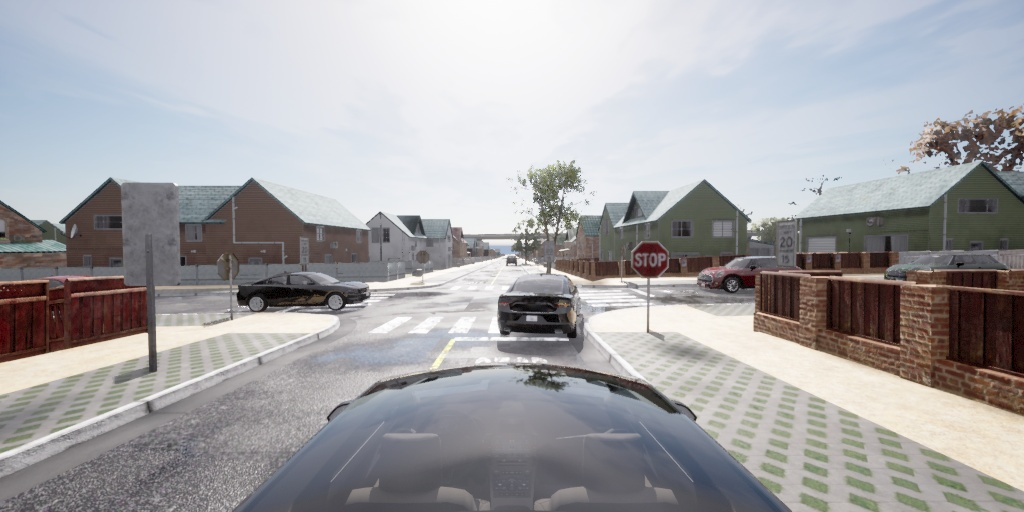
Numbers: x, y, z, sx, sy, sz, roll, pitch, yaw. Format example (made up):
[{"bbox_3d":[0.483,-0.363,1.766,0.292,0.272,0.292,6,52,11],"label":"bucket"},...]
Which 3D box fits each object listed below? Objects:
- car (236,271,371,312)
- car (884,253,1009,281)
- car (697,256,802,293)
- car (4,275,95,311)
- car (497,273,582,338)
[{"bbox_3d":[-8.482,1.376,14.820,5.008,1.535,1.882,-1,2,0],"label":"car"},{"bbox_3d":[21.685,0.646,18.006,4.553,1.767,2.097,-1,2,0],"label":"car"},{"bbox_3d":[11.790,0.820,17.924,4.553,1.767,2.097,-1,2,0],"label":"car"},{"bbox_3d":[-18.035,1.546,14.747,5.008,1.535,1.882,-1,2,0],"label":"car"},{"bbox_3d":[0.949,1.224,10.303,1.882,1.535,5.008,0,0,12],"label":"car"}]
